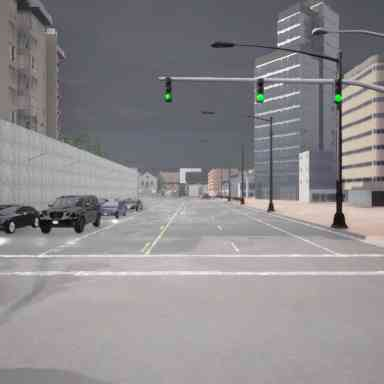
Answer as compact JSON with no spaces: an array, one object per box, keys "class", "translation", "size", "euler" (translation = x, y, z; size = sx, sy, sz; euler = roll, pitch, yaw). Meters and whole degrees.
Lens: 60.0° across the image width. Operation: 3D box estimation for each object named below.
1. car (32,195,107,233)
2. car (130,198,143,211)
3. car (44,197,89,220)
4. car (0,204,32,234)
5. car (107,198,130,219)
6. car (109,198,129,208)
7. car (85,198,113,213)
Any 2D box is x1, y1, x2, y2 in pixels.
[{"class":"car","translation":[-7.109,1.221,20.056],"size":[2.150,2.045,5.566],"euler":[0,0,0]},{"class":"car","translation":[-7.115,1.491,40.039],"size":[2.128,1.511,4.902],"euler":[0,0,0]},{"class":"car","translation":[-10.617,1.352,28.491],"size":[2.097,1.767,4.553],"euler":[0,0,0]},{"class":"car","translation":[-10.612,1.505,19.423],"size":[1.837,1.490,4.892],"euler":[0,0,0]},{"class":"car","translation":[-7.117,1.526,29.696],"size":[1.812,1.442,4.674],"euler":[0,0,0]},{"class":"car","translation":[-10.586,1.601,48.369],"size":[1.895,1.301,4.718],"euler":[0,0,0]},{"class":"car","translation":[-10.617,1.505,38.309],"size":[1.837,1.490,4.892],"euler":[0,0,0]}]
